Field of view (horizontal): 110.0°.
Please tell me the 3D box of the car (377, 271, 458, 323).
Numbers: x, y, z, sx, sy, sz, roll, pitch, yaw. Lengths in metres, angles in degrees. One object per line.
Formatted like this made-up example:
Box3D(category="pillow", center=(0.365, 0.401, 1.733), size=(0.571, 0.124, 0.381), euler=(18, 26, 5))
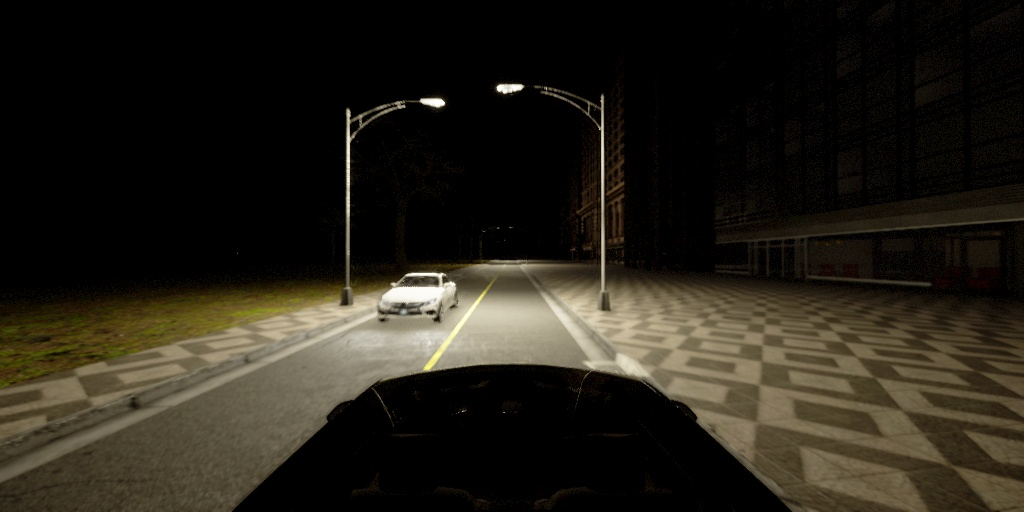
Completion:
Box3D(category="car", center=(-3.001, 1.276, 12.275), size=(1.812, 1.442, 4.674), euler=(0, 0, 0))
